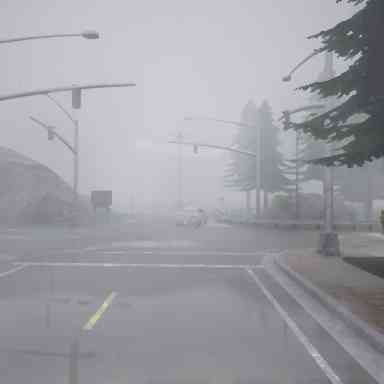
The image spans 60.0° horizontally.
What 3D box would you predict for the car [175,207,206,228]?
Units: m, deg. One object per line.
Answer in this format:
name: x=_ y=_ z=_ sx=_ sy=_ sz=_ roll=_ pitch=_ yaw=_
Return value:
car: x=-0.044 y=1.839 z=25.443 sx=1.812 sy=1.442 sz=4.674 roll=1 pitch=1 yaw=11
